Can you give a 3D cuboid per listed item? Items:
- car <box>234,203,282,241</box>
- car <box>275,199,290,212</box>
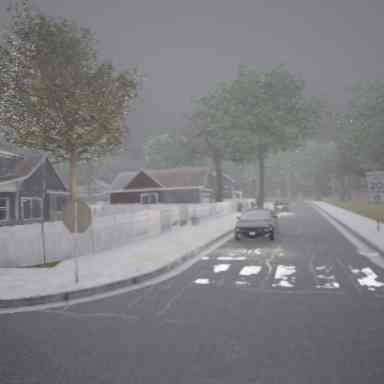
[{"bbox_3d":[3.466,1.591,17.416,1.882,1.535,5.008,-3,-1,18],"label":"car"},{"bbox_3d":[11.161,1.638,41.544,2.128,1.511,4.902,-3,-1,18],"label":"car"}]
